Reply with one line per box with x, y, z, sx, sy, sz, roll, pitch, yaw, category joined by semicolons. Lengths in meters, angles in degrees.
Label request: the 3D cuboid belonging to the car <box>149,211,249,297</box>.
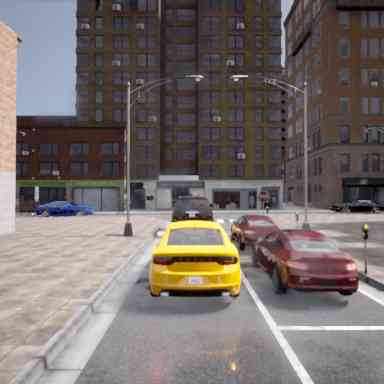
0.068;1.483;8.631;1.882;1.535;5.008;0;0;0;car

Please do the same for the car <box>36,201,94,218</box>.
-11.427;1.584;30.074;5.008;1.535;1.882;0;-1;0;car

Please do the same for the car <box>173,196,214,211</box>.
0.063;1.237;19.024;2.150;2.045;5.566;0;0;1;car

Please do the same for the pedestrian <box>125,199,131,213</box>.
-6.915;1.313;35.931;0.375;1.860;0.375;0;-1;0;pedestrian

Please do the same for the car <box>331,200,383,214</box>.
16.381;1.497;32.979;4.718;1.301;1.895;0;-1;0;car

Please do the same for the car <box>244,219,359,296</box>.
2.630;1.587;8.435;1.802;1.307;4.206;1;0;0;car

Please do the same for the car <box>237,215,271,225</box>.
2.616;1.592;13.873;1.802;1.307;4.206;1;0;0;car
